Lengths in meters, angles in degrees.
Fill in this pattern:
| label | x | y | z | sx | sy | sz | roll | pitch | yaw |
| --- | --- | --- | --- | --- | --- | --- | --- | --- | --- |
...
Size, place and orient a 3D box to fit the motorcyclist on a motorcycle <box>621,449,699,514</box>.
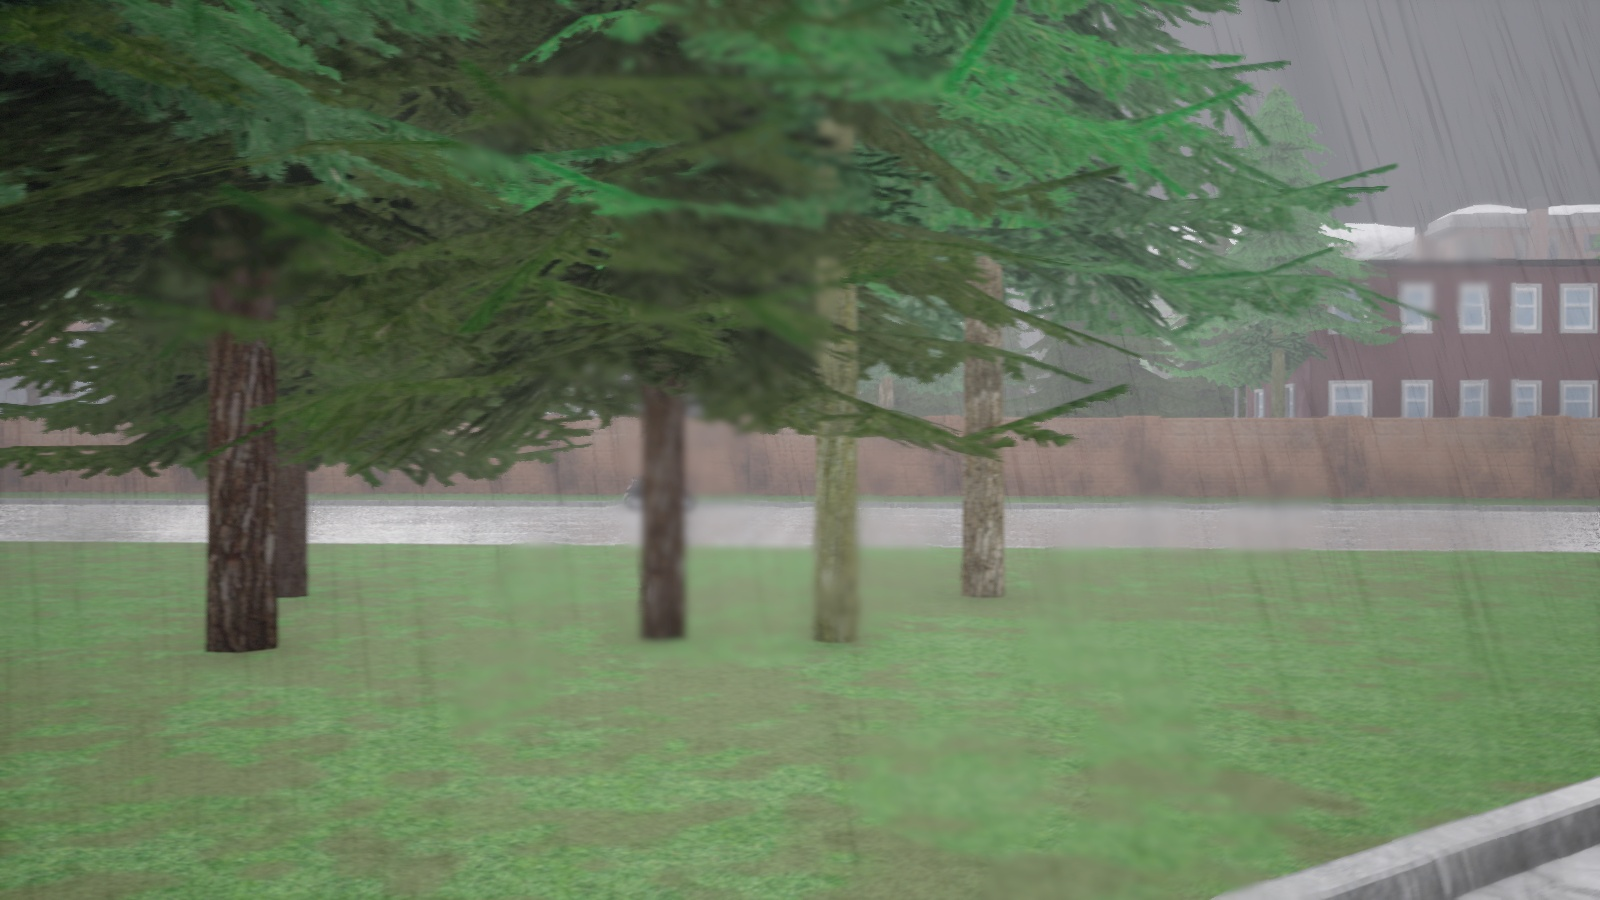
| label | x | y | z | sx | sy | sz | roll | pitch | yaw |
| --- | --- | --- | --- | --- | --- | --- | --- | --- | --- |
| motorcyclist on a motorcycle | -3.509 | 0.783 | 31.591 | 1.817 | 1.590 | 0.866 | 0 | 0 | 3 |
